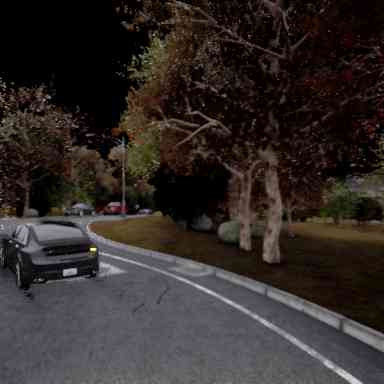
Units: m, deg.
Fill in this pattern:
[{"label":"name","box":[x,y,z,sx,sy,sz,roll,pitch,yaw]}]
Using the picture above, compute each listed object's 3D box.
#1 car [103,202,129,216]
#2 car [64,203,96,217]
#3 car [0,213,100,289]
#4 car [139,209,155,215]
[{"label":"car","box":[-11.072,2.435,48.840,2.150,2.045,5.566,0,-4,9]},{"label":"car","box":[-12.847,2.078,38.380,1.837,1.490,4.892,0,-3,10]},{"label":"car","box":[-4.197,1.568,9.528,1.837,1.490,4.892,0,0,-36]},{"label":"car","box":[-8.529,3.989,63.422,2.033,1.411,5.357,0,-5,10]}]
